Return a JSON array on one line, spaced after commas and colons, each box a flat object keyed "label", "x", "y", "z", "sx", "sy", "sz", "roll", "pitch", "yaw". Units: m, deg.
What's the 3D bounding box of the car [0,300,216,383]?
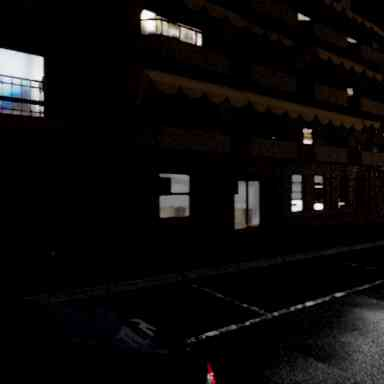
[{"label": "car", "x": -1.793, "y": 1.563, "z": 2.097, "sx": 4.181, "sy": 1.385, "sz": 1.994, "roll": 1, "pitch": 0, "yaw": -36}]
